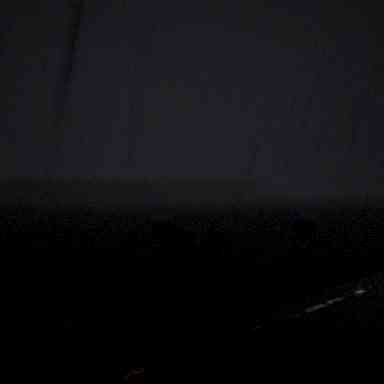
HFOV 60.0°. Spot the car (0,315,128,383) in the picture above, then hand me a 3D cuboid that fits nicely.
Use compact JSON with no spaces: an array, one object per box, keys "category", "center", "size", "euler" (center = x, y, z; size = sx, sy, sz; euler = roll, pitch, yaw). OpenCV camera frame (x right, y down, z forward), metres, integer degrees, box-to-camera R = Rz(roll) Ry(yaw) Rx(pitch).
[{"category":"car","center":[-2.586,1.501,1.297],"size":[4.902,1.511,2.128],"euler":[0,0,-36]}]
